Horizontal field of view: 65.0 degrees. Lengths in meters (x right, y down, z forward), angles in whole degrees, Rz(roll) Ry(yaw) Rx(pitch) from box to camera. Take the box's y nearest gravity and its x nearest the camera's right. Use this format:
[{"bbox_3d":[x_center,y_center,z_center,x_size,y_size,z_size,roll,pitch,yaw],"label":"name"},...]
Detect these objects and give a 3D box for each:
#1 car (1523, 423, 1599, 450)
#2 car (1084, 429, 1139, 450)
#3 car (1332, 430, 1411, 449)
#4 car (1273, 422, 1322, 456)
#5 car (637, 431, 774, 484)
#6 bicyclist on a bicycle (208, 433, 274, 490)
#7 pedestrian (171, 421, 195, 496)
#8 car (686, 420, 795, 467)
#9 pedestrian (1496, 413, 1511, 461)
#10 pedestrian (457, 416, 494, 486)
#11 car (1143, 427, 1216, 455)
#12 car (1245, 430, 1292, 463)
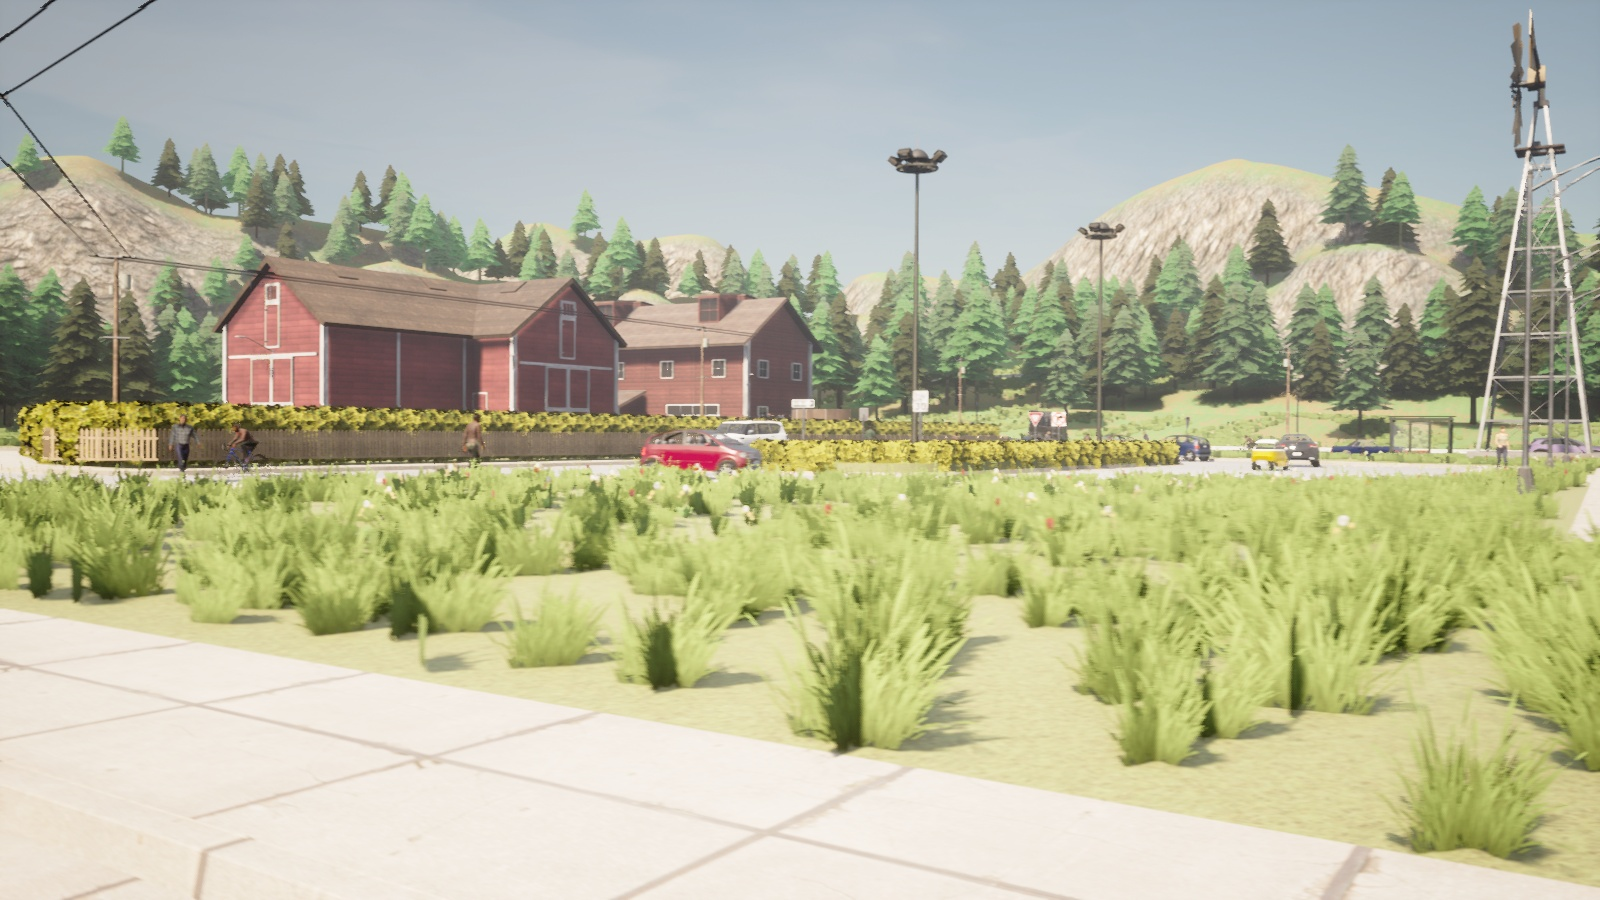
[{"bbox_3d":[48.863,-0.873,79.826,4.856,1.649,2.033,0,1,34],"label":"car"},{"bbox_3d":[23.692,-0.808,95.531,3.705,1.549,1.789,-1,1,-21],"label":"car"},{"bbox_3d":[39.252,-0.703,86.282,4.718,1.301,1.895,0,1,34],"label":"car"},{"bbox_3d":[25.311,-0.595,64.038,2.152,1.651,5.027,0,1,20],"label":"car"},{"bbox_3d":[-2.871,0.215,38.149,3.705,1.549,1.789,0,1,24],"label":"car"},{"bbox_3d":[-16.565,0.325,37.263,0.582,1.620,1.656,-1,0,41],"label":"bicyclist on a bicycle"},{"bbox_3d":[-16.350,0.213,33.275,0.423,1.949,0.788,-1,1,-35],"label":"pedestrian"},{"bbox_3d":[-2.670,-0.317,57.933,2.150,2.045,5.566,0,1,33],"label":"car"},{"bbox_3d":[27.068,-0.517,48.328,0.345,1.836,0.594,0,1,11],"label":"pedestrian"},{"bbox_3d":[-8.471,0.015,32.788,0.328,1.805,0.869,0,1,41],"label":"pedestrian"},{"bbox_3d":[22.377,-0.514,74.200,1.789,1.549,3.705,-2,1,-42],"label":"car"},{"bbox_3d":[20.825,-0.166,55.794,1.481,1.376,2.207,0,2,33],"label":"car"}]
